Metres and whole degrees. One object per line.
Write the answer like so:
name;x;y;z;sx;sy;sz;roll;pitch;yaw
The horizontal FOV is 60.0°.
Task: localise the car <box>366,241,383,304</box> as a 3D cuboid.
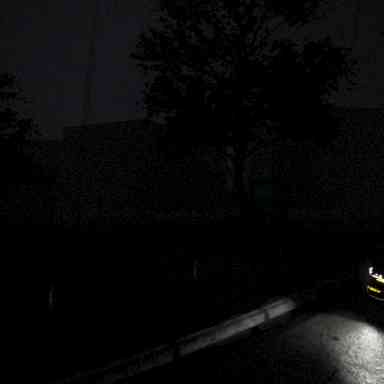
car;5.360;1.450;7.066;4.892;1.490;1.837;0;0;-43
